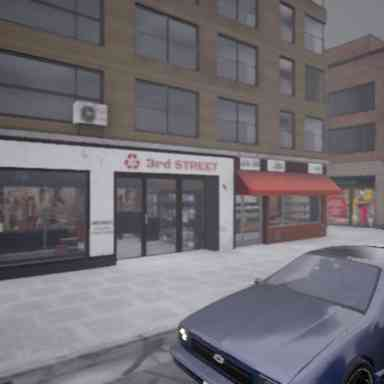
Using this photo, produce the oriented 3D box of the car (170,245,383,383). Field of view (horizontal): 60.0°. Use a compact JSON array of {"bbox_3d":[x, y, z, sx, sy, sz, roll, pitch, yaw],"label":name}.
[{"bbox_3d":[2.367,1.536,4.749,5.357,1.411,2.033,0,0,-35],"label":"car"}]
